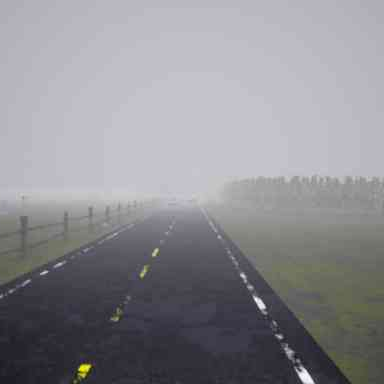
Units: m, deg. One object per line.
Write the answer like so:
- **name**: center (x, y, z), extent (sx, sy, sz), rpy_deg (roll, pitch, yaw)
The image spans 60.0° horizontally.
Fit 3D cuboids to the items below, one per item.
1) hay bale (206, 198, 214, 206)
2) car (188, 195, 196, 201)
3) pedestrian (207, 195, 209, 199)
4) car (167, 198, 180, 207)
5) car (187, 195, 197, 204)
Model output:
- **hay bale**: center (3.142, 1.729, 57.687), extent (1.220, 1.180, 1.240), rpy_deg (0, 0, 0)
- **car**: center (0.023, 1.431, 81.786), extent (1.882, 1.535, 5.008), rpy_deg (0, 0, 0)
- **pedestrian**: center (2.841, 1.380, 58.786), extent (0.375, 1.860, 0.375), rpy_deg (0, 0, -3)
- **car**: center (-2.801, 1.614, 52.863), extent (2.033, 1.411, 5.357), rpy_deg (0, 0, 1)
- **car**: center (0.017, 1.573, 65.537), extent (2.128, 1.511, 4.902), rpy_deg (0, 0, 0)
